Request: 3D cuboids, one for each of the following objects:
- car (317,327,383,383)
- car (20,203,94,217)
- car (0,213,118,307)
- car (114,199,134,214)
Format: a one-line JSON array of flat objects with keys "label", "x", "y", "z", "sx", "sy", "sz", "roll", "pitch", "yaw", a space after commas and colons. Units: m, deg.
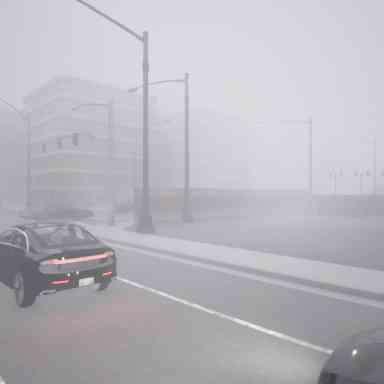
[{"label": "car", "x": 3.157, "y": 1.505, "z": 1.611, "sx": 4.892, "sy": 1.490, "sz": 1.837, "roll": 0, "pitch": 0, "yaw": 38}, {"label": "car", "x": -10.440, "y": 1.540, "z": 25.874, "sx": 5.357, "sy": 1.411, "sz": 2.033, "roll": 0, "pitch": 0, "yaw": -43}, {"label": "car", "x": -3.666, "y": 1.491, "z": 8.089, "sx": 2.128, "sy": 1.511, "sz": 4.902, "roll": 0, "pitch": 0, "yaw": -43}, {"label": "car", "x": -6.385, "y": 1.491, "z": 34.900, "sx": 4.902, "sy": 1.511, "sz": 2.128, "roll": 0, "pitch": 0, "yaw": -44}]
